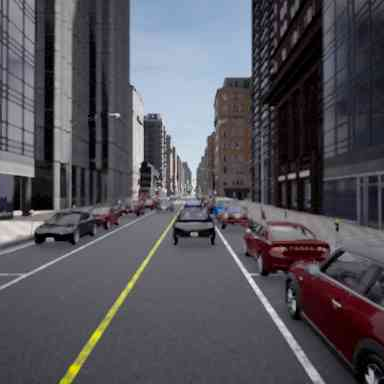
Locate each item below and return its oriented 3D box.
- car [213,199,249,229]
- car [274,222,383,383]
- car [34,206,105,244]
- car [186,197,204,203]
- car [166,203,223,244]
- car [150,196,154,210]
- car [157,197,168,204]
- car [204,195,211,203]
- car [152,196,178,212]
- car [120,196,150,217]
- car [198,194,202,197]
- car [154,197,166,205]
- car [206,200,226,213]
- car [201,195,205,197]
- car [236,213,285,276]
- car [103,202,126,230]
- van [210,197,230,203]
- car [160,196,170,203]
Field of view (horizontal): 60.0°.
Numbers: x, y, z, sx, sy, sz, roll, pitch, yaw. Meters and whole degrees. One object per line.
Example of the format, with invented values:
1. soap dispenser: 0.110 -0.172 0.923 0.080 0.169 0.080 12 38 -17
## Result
1. car: 2.684 1.478 21.500 1.967 1.590 4.097 1 0 0
2. car: 2.679 1.448 4.628 1.967 1.590 4.097 1 0 0
3. car: -5.844 1.594 15.886 1.947 1.339 4.313 1 0 0
4. car: 0.107 1.538 32.959 1.882 1.535 5.008 0 0 0
5. car: 0.099 1.520 16.028 2.128 1.511 4.902 0 0 0
6. car: -5.835 1.629 44.008 1.887 1.381 4.507 1 0 0
7. car: -5.828 1.679 66.506 1.887 1.381 4.507 1 0 0
8. car: 2.689 1.375 32.749 2.192 1.841 5.009 1 0 0
9. car: -3.081 1.565 38.826 2.128 1.511 4.902 0 0 0
10. car: -5.836 1.376 32.759 2.192 1.841 5.009 1 0 0
11. car: 2.698 1.436 60.871 2.192 1.841 5.009 1 0 0
12. car: -5.829 1.647 60.712 1.752 1.417 4.829 1 0 0
13. car: 2.689 1.623 38.373 2.008 1.369 4.403 1 0 0
14. car: 2.694 1.536 49.622 1.967 1.590 4.097 1 0 0
15. car: 2.680 1.562 10.252 1.887 1.381 4.507 1 0 0
16. car: -5.842 1.584 21.510 1.887 1.381 4.507 1 0 0
17. van: 2.687 1.390 27.125 1.690 1.788 3.998 1 0 0
18. car: -5.826 1.672 71.961 1.752 1.417 4.829 1 0 0
